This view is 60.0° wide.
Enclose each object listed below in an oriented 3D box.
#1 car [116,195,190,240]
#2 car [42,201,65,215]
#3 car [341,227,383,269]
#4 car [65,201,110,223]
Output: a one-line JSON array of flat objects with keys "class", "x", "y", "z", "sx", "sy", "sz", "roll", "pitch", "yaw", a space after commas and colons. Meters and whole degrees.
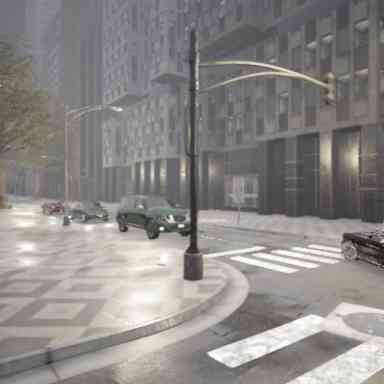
[{"class": "car", "x": -2.106, "y": 1.207, "z": 17.608, "sx": 2.150, "sy": 2.045, "sz": 5.566, "roll": 0, "pitch": 0, "yaw": -36}, {"class": "car", "x": -13.881, "y": 1.554, "z": 33.949, "sx": 1.895, "sy": 1.301, "sz": 4.718, "roll": 0, "pitch": 0, "yaw": -36}, {"class": "car", "x": 5.992, "y": 1.603, "z": 9.307, "sx": 1.895, "sy": 1.301, "sz": 4.718, "roll": 0, "pitch": 0, "yaw": 1}, {"class": "car", "x": -7.949, "y": 1.474, "z": 25.712, "sx": 1.837, "sy": 1.490, "sz": 4.892, "roll": 0, "pitch": 0, "yaw": -36}]
